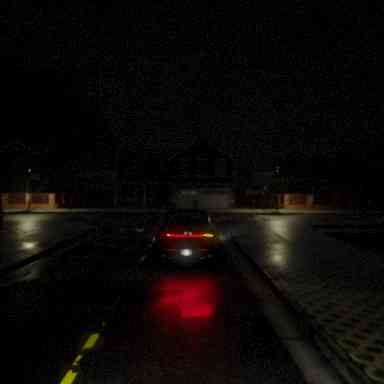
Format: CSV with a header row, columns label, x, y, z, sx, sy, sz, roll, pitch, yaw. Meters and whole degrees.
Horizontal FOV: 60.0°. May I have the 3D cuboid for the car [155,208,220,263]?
label,x,y,z,sx,sy,sz,roll,pitch,yaw
car,-0.118,1.315,11.135,1.837,1.490,4.892,0,1,1
